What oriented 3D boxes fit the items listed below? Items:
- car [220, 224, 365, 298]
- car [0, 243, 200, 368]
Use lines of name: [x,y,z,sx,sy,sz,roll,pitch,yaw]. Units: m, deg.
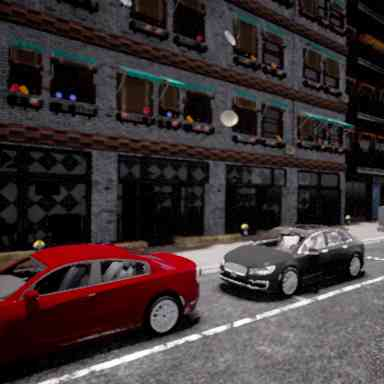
car: [2.681,1.531,8.413,4.403,1.369,2.008,0,1,-35]
car: [-1.957,1.541,5.106,4.507,1.381,1.887,0,1,-35]
